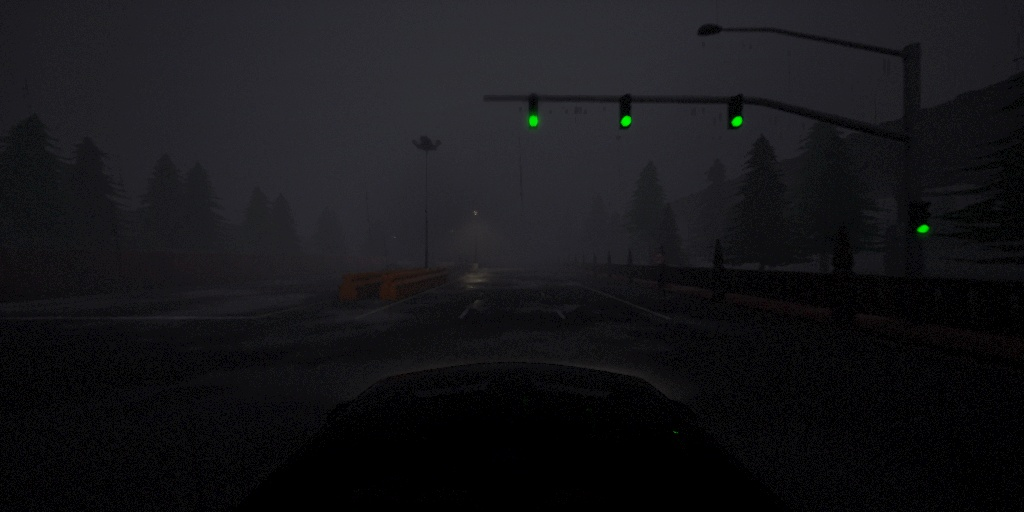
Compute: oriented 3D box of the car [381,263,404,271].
[{"bbox_3d":[-17.479,1.783,52.784,2.033,1.411,5.357,0,0,0],"label":"car"}]
